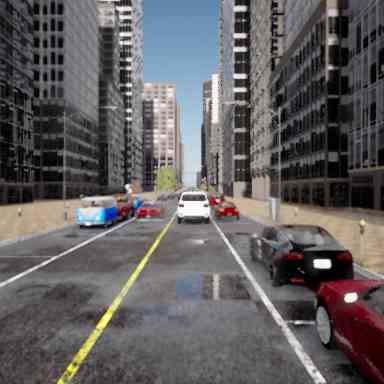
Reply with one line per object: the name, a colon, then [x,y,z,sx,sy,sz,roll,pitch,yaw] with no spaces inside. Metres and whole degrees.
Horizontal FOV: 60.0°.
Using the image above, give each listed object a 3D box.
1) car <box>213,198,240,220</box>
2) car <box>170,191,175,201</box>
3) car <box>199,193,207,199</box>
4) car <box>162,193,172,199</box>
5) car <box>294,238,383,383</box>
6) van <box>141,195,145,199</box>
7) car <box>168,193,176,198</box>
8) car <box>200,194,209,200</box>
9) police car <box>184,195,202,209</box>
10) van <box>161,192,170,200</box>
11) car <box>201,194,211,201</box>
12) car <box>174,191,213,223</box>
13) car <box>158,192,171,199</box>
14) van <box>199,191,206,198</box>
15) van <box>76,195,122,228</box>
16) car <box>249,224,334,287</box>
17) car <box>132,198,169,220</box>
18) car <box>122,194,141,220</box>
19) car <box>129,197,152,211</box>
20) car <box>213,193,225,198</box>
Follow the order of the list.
car: [2.696,1.398,25.958,1.802,1.307,4.206,0,0,0]
car: [-2.991,0.999,67.040,1.837,1.490,4.892,0,1,0]
car: [2.708,0.955,82.641,1.802,1.307,4.206,0,0,0]
car: [-5.673,0.987,76.974,1.947,1.339,4.313,0,0,0]
car: [2.691,1.522,3.286,1.887,1.381,4.507,0,0,0]
van: [-5.684,1.114,31.627,1.690,1.788,3.998,0,0,0]
car: [-5.669,0.840,93.979,1.947,1.339,4.313,0,0,0]
car: [2.706,1.050,71.302,1.802,1.307,4.206,0,0,0]
police car: [0.110,1.203,41.230,2.038,1.542,4.974,0,0,0]
van: [-5.675,0.808,71.303,1.690,1.788,3.998,0,0,0]
car: [2.704,1.056,65.634,1.887,1.381,4.507,0,0,0]
car: [0.110,1.048,23.895,2.150,2.045,5.566,0,0,0]
car: [-5.676,1.077,65.636,1.947,1.339,4.313,0,0,0]
van: [2.710,0.665,88.307,1.690,1.788,3.998,0,0,0]
van: [-5.686,1.198,20.291,1.690,1.788,3.998,0,0,0]
car: [2.692,1.504,8.954,1.947,1.339,4.313,0,0,0]
car: [-3.094,1.417,25.786,1.895,1.301,4.718,0,0,0]
car: [-5.685,1.130,25.958,2.192,1.841,5.009,0,0,0]
car: [-5.682,1.274,37.296,1.887,1.381,4.507,0,0,0]
car: [2.698,1.046,37.292,2.192,1.841,5.009,0,0,0]
